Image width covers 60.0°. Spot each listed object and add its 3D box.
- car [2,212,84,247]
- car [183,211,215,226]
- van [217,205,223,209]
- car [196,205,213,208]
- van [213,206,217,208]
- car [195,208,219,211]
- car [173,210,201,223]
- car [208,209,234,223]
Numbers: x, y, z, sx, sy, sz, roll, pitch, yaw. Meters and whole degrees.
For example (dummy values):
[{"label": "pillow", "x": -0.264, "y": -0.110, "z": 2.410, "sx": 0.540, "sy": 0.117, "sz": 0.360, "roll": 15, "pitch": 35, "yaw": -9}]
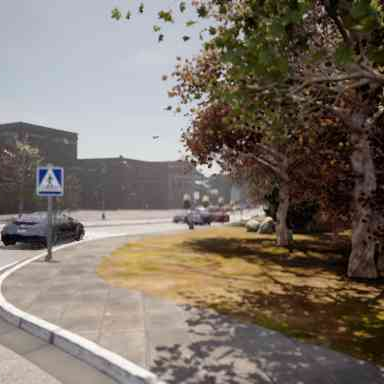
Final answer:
[{"label": "car", "x": -6.396, "y": 1.572, "z": 14.804, "sx": 1.994, "sy": 1.385, "sz": 4.181, "roll": 1, "pitch": -3, "yaw": 4}, {"label": "car", "x": 0.886, "y": 3.244, "z": 39.313, "sx": 1.994, "sy": 1.385, "sz": 4.181, "roll": 1, "pitch": -3, "yaw": 20}, {"label": "van", "x": 5.959, "y": 4.570, "z": 88.178, "sx": 1.878, "sy": 1.987, "sz": 4.442, "roll": 1, "pitch": -2, "yaw": 20}, {"label": "car", "x": 2.271, "y": 4.178, "z": 77.817, "sx": 2.435, "sy": 2.045, "sz": 5.566, "roll": 1, "pitch": -2, "yaw": 20}, {"label": "van", "x": 4.099, "y": 4.386, "z": 82.955, "sx": 1.878, "sy": 1.987, "sz": 4.442, "roll": 1, "pitch": -2, "yaw": 20}, {"label": "car", "x": 2.488, "y": 3.825, "z": 53.770, "sx": 2.033, "sy": 1.411, "sz": 5.357, "roll": 1, "pitch": -2, "yaw": 19}, {"label": "car", "x": -0.816, "y": 3.422, "z": 44.186, "sx": 2.033, "sy": 1.411, "sz": 5.357, "roll": 1, "pitch": -3, "yaw": 20}, {"label": "car", "x": 4.280, "y": 3.664, "z": 49.040, "sx": 1.882, "sy": 1.535, "sz": 5.008, "roll": 1, "pitch": -2, "yaw": 19}]
